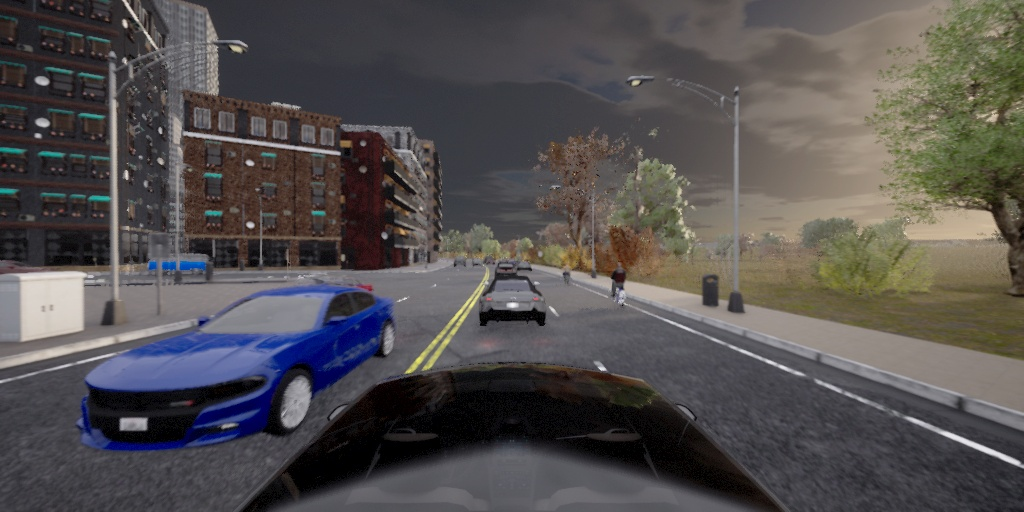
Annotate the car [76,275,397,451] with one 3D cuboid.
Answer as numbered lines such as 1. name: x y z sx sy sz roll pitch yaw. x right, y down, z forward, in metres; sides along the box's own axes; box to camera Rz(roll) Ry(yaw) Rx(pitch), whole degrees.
1. car: -3.379 1.234 5.685 1.882 1.535 5.008 0 0 0

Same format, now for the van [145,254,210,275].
1. van: -28.361 0.689 30.649 3.998 1.789 1.690 0 0 -31

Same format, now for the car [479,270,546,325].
1. car: -0.011 1.322 11.858 1.994 1.385 4.181 0 0 -1

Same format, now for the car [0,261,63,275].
1. car: -28.939 0.899 20.510 4.207 1.307 1.802 0 0 -31

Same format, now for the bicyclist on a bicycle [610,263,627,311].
1. bicyclist on a bicycle: 4.009 1.127 13.654 0.659 1.776 1.843 0 0 -1

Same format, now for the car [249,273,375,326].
1. car: -6.689 1.366 12.751 1.895 1.301 4.718 0 0 -1

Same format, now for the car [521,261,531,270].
1. car: 1.553 1.342 50.402 1.994 1.385 4.181 0 0 -4

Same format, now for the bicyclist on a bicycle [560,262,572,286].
1. bicyclist on a bicycle: 3.702 1.200 24.267 0.866 1.612 1.509 0 0 -2

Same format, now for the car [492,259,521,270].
1. car: -0.543 1.276 30.171 1.837 1.490 4.892 0 0 -2
